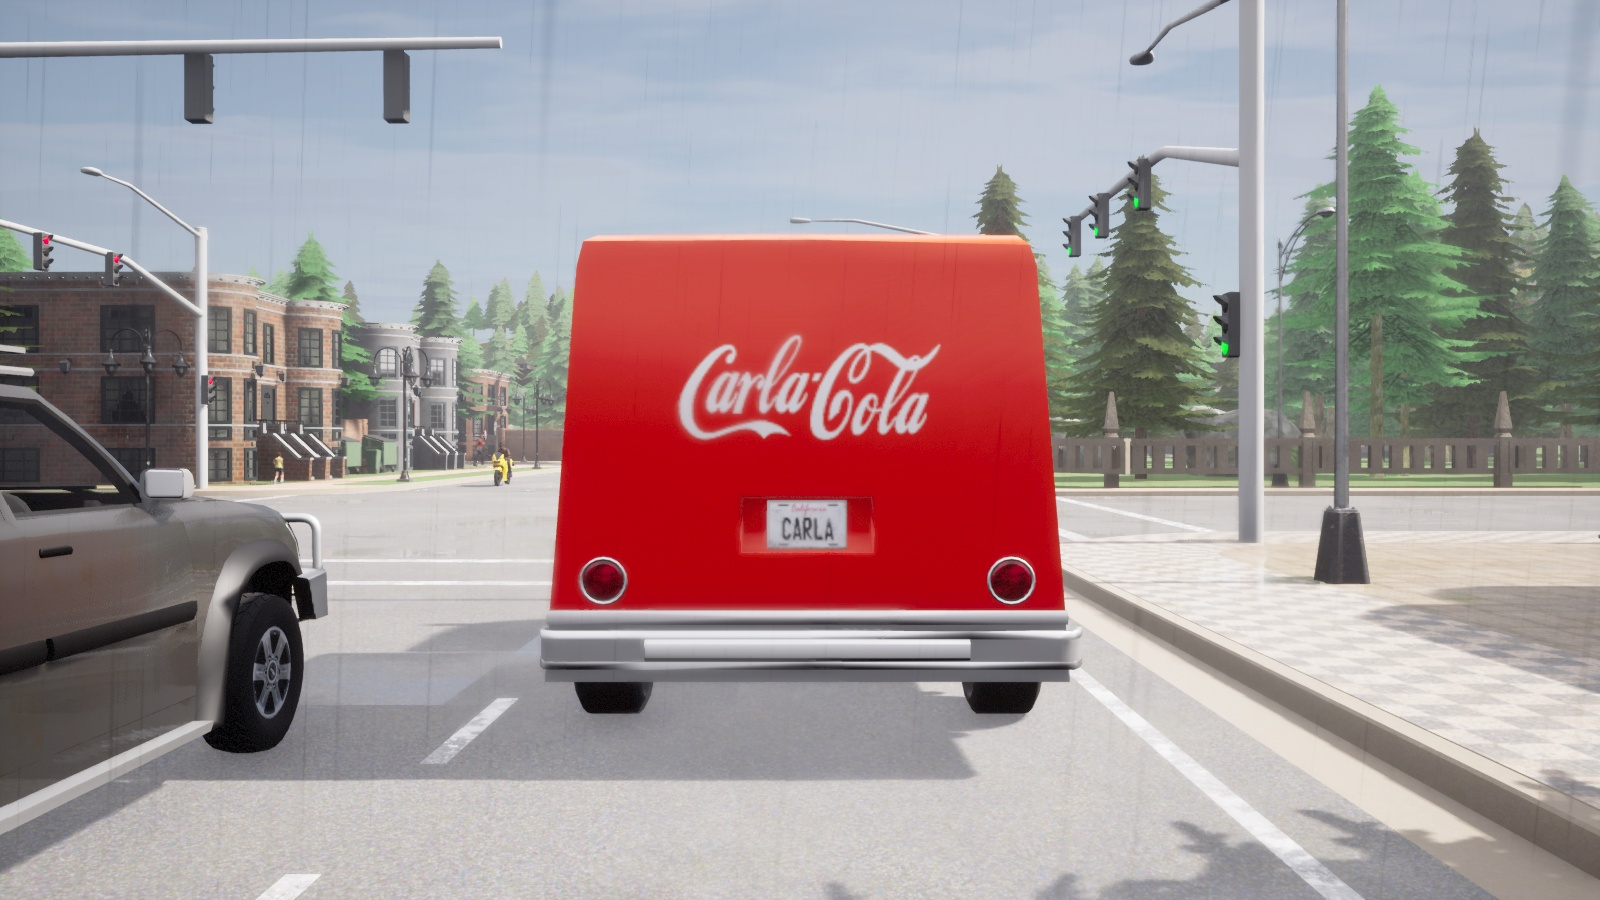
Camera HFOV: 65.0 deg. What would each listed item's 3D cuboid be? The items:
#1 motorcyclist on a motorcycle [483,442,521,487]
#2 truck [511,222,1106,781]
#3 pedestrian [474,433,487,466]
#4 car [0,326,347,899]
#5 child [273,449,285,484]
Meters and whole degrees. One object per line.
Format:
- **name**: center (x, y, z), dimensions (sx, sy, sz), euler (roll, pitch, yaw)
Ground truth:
- **motorcyclist on a motorcycle**: center (-10.318, 0.475, 43.537), dimensions (0.797, 1.523, 2.044), euler (0, 0, 0)
- **truck**: center (0.046, 0.214, 8.158), dimensions (2.627, 2.467, 5.204), euler (0, 0, 0)
- **pedestrian**: center (-17.829, -0.045, 70.178), dimensions (0.636, 1.846, 0.331), euler (0, 0, 3)
- **car**: center (-3.469, 0.534, 4.594), dimensions (1.932, 1.855, 4.605), euler (0, 0, 0)
- **child**: center (-16.951, 0.537, 40.872), dimensions (0.255, 1.110, 0.394), euler (0, 0, -2)
